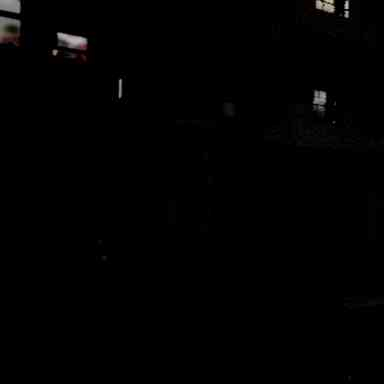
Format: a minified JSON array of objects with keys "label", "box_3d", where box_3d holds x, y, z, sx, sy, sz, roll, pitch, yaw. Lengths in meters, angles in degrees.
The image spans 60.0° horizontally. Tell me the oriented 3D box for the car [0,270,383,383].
[{"label":"car","box_3d":[-0.442,1.435,2.653,4.313,1.339,1.947,1,2,-23]}]
